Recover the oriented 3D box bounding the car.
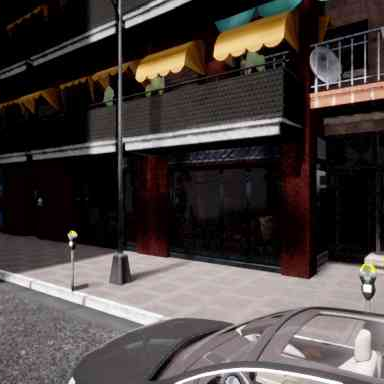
[{"bbox_3d":[0.894,1.551,2.234,4.403,1.369,2.008,0,0,36],"label":"car"}]
